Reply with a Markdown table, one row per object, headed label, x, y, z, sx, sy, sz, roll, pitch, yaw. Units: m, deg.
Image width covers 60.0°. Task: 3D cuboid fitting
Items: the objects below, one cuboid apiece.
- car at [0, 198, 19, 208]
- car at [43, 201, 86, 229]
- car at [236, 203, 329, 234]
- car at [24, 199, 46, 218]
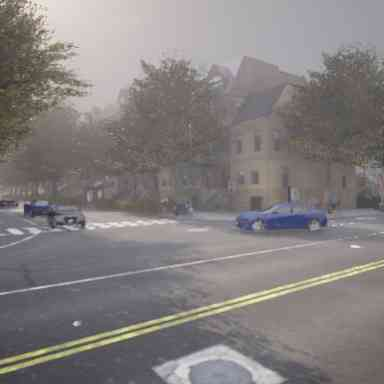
| label | x | y | z | sx | sy | sz | roll | pitch | yaw |
| --- | --- | --- | --- | --- | --- | --- | --- | --- | --- |
| car | -25.844 | 1.523 | 47.048 | 1.994 | 1.385 | 4.181 | 0 | 0 | -35 |
| car | -8.171 | 1.527 | 21.525 | 1.994 | 1.385 | 4.181 | 0 | 0 | -29 |
| car | 4.932 | 1.384 | 18.344 | 5.008 | 1.535 | 1.882 | 0 | 1 | -8 |
| car | -13.908 | 1.438 | 30.140 | 1.882 | 1.535 | 5.008 | 0 | 1 | -36 |
